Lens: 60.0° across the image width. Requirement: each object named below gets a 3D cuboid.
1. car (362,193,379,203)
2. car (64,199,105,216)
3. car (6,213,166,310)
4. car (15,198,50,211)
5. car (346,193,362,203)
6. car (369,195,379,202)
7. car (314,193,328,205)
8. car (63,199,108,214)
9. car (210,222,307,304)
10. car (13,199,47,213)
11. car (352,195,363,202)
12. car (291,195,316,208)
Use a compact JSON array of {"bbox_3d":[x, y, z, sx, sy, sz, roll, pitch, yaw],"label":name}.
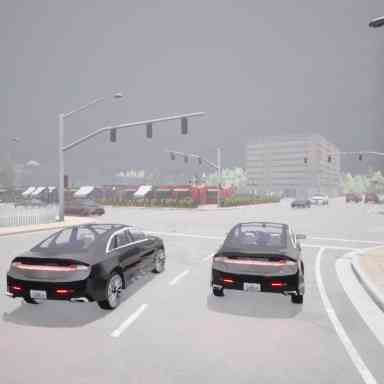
[{"bbox_3d":[36.783,1.225,68.284,2.150,2.045,5.566,0,0,32],"label":"car"},{"bbox_3d":[-10.322,1.620,31.925,4.181,1.385,1.994,0,0,33],"label":"car"},{"bbox_3d":[-2.053,1.492,7.909,2.128,1.511,4.902,0,0,12],"label":"car"},{"bbox_3d":[-20.382,1.581,42.365,4.674,1.442,1.812,0,0,32],"label":"car"},{"bbox_3d":[33.993,1.225,70.429,2.150,2.045,5.566,0,0,32],"label":"car"},{"bbox_3d":[42.319,1.524,77.306,1.812,1.442,4.674,0,0,32],"label":"car"},{"bbox_3d":[22.376,1.220,58.326,2.150,2.045,5.566,0,0,31],"label":"car"},{"bbox_3d":[-11.950,1.548,37.099,4.902,1.511,2.128,0,0,32],"label":"car"},{"bbox_3d":[1.764,1.492,8.294,2.128,1.511,4.902,0,0,16],"label":"car"},{"bbox_3d":[-17.898,1.619,36.686,4.181,1.385,1.994,0,0,32],"label":"car"},{"bbox_3d":[39.554,1.540,79.492,2.033,1.411,5.357,0,0,32],"label":"car"},{"bbox_3d":[15.581,1.547,47.301,2.033,1.411,5.357,0,0,32],"label":"car"}]
